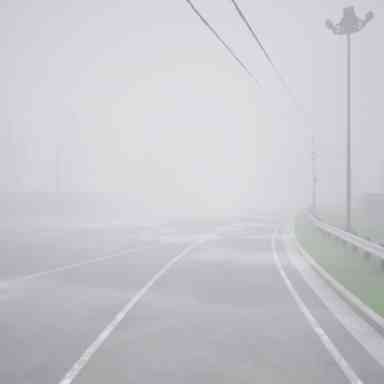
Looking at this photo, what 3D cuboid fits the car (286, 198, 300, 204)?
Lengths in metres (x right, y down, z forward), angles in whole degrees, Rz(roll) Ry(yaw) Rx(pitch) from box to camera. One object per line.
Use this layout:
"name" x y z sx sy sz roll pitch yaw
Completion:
"car" 27.847 2.687 91.183 1.895 1.301 4.718 0 -1 25

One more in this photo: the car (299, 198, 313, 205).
"car" 30.834 2.610 89.306 2.128 1.511 4.902 0 -1 25

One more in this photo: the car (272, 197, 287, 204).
"car" 24.485 2.611 92.253 2.128 1.511 4.902 0 -1 25
